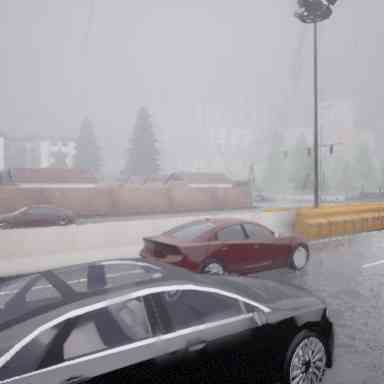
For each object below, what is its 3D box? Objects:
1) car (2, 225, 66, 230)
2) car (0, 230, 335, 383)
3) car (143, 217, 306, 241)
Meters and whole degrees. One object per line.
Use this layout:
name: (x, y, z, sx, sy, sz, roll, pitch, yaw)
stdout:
car: (-9.105, 1.484, 18.993, 4.674, 1.442, 1.812, -1, 0, -35)
car: (-0.500, 1.476, 3.392, 4.902, 1.511, 2.128, -1, 1, -36)
car: (1.083, 1.410, 8.817, 5.008, 1.535, 1.882, 0, 0, -36)
